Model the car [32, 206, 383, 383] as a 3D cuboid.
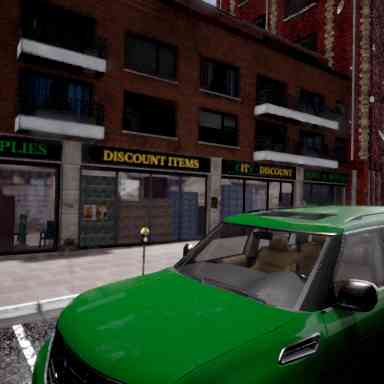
[{"bbox_3d":[1.258,1.224,3.840,5.566,2.045,2.150,0,0,-35],"label":"car"}]
